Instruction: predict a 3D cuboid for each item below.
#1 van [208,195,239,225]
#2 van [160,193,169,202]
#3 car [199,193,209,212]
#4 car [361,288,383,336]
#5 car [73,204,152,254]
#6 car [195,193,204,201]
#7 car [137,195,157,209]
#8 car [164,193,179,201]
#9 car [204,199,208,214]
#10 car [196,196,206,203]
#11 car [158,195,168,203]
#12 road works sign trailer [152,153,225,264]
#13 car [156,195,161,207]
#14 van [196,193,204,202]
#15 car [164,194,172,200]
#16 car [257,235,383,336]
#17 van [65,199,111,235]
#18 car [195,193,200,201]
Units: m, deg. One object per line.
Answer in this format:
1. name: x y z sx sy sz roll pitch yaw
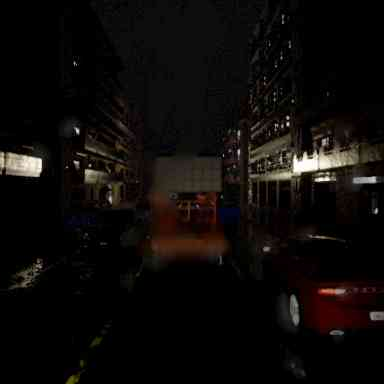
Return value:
1. van: 2.320 1.301 23.706 1.690 1.788 3.998 -1 0 -1
2. van: -6.064 1.226 74.630 1.690 1.788 3.998 -1 0 -1
3. car: 2.208 1.257 35.034 2.192 1.841 5.009 -1 0 -1
4. car: 2.547 1.580 1.050 1.802 1.307 4.206 -1 0 -1
5. car: -2.983 1.454 13.642 1.882 1.535 5.008 0 0 -1
6. car: 1.760 1.191 80.346 2.192 1.841 5.009 -1 0 -1
7. car: -5.726 1.478 40.723 1.887 1.381 4.507 -1 0 -1
8. car: -3.285 0.884 54.292 2.097 1.767 4.553 0 0 -1
9. car: 2.267 1.533 29.370 1.802 1.307 4.206 -1 0 -1
10. car: 1.876 1.475 69.018 1.802 1.307 4.206 -1 0 -1
11. car: -6.004 1.418 68.808 1.752 1.417 4.829 -1 0 -1
12. road works sign trailer: -0.113 0.444 11.682 2.380 3.560 2.880 0 0 0
13. car: -5.782 1.470 46.375 1.887 1.381 4.507 -1 0 -1
14. van: 1.816 1.226 74.682 1.690 1.788 3.998 -1 0 -1
15. car: -6.174 1.308 85.931 1.967 1.590 4.097 -1 0 -1
16. car: 2.491 1.533 6.714 1.887 1.381 4.507 -1 0 -1
17. van: -5.505 1.311 18.119 1.690 1.788 3.998 -1 0 -1
18. car: 1.984 1.224 57.690 2.192 1.841 5.009 -1 0 -1
